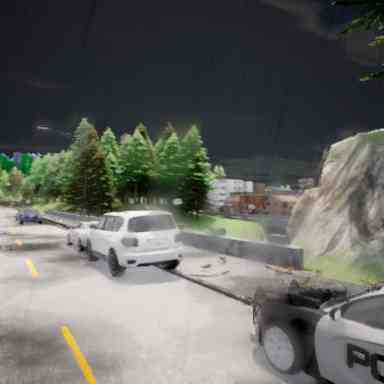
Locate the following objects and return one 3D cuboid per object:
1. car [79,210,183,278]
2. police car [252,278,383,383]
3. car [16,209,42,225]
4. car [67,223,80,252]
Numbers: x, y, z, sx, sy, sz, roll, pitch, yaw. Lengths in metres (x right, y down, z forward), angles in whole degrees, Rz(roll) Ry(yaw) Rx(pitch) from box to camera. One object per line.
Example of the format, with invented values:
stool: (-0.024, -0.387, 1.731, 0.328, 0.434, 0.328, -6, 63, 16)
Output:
car: (-2.351, 1.693, 12.277, 2.150, 2.045, 5.566, -1, -1, -30)
police car: (2.730, 1.646, 3.777, 1.930, 1.638, 5.238, 1, -3, -30)
car: (-17.957, 2.649, 36.863, 2.097, 1.767, 4.553, 3, -3, -30)
car: (-5.271, 2.219, 17.486, 1.812, 1.442, 4.674, 3, -3, -30)
